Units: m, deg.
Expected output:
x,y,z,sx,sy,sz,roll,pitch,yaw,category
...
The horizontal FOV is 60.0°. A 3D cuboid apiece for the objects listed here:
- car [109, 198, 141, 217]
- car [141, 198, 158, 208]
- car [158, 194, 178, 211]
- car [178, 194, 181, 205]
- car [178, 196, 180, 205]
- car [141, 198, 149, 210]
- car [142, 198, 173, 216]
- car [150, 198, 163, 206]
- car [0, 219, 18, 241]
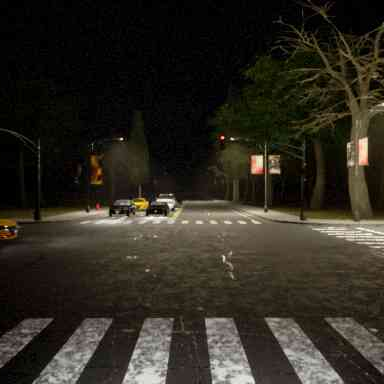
x,y,z,sx,sy,sz,roll,pitch,yaw,category
-6.532,1.510,31.612,2.128,1.511,4.902,0,0,0,car
-6.498,1.661,51.157,1.994,1.385,4.181,0,0,-1,car
-3.262,1.266,41.606,2.150,2.045,5.566,0,0,0,car
-3.166,1.414,63.500,2.150,2.045,5.566,0,-1,1,car
-3.243,1.703,51.857,1.895,1.301,4.718,0,0,0,car
-6.512,1.520,41.111,1.882,1.535,5.008,0,0,0,car
-3.272,1.583,32.249,1.994,1.385,4.181,0,0,1,car
-6.440,1.774,61.215,1.895,1.301,4.718,0,0,0,car
-10.107,1.441,13.953,5.008,1.535,1.882,0,0,-13,car
